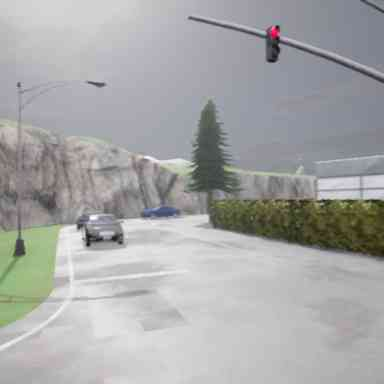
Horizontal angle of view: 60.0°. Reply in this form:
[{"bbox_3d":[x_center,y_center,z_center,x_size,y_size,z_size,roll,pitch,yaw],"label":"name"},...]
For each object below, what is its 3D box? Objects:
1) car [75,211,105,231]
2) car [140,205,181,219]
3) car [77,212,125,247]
[{"bbox_3d":[-8.265,2.300,27.340,1.895,1.301,4.718,-1,-1,-12],"label":"car"},{"bbox_3d":[-3.685,2.335,39.137,5.008,1.535,1.882,0,-2,-38],"label":"car"},{"bbox_3d":[-4.863,1.944,17.954,2.128,1.511,4.902,-1,-1,-21],"label":"car"}]
